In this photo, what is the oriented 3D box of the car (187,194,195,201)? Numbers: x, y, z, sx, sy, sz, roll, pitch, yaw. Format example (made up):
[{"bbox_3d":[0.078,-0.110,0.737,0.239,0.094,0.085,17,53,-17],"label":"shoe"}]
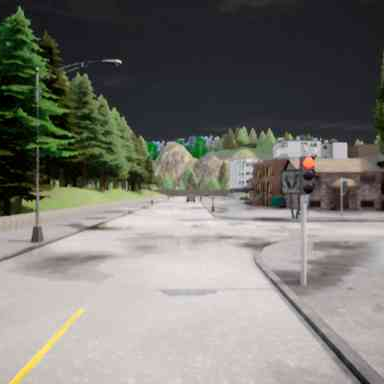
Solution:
[{"bbox_3d":[-0.247,1.249,78.382,1.837,1.490,4.892,0,0,0],"label":"car"}]

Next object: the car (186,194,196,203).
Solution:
[{"bbox_3d":[-0.214,1.419,67.962,2.128,1.511,4.902,0,0,0],"label":"car"}]
